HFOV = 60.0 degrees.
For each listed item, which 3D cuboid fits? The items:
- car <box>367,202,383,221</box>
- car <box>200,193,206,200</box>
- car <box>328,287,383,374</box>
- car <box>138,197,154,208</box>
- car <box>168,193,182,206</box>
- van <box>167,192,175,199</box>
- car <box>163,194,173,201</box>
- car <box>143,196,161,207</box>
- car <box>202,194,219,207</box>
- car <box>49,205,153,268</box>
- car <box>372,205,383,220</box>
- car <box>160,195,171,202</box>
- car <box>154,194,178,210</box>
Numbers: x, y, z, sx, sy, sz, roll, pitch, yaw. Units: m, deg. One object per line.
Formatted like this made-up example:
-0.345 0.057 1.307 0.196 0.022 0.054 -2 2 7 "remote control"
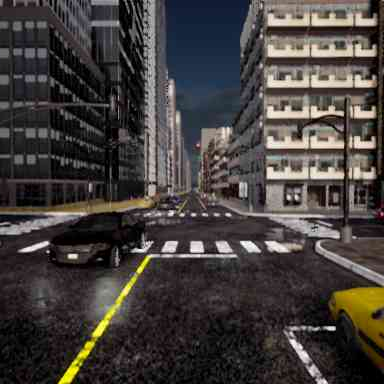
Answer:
16.407 1.499 25.915 4.403 1.369 2.008 0 1 1 "car"
2.967 1.038 80.367 1.967 1.590 4.097 -1 0 0 "car"
2.817 1.509 3.001 1.752 1.417 4.829 -1 0 0 "car"
-5.556 1.320 40.646 1.752 1.417 4.829 -1 0 0 "car"
-2.911 1.279 48.925 1.812 1.442 4.674 0 0 0 "car"
-5.394 0.912 86.051 1.690 1.788 3.998 -1 0 0 "van"
-5.432 1.171 74.743 1.887 1.381 4.507 -1 0 0 "car"
-5.534 1.332 46.471 1.947 1.339 4.313 -1 0 0 "car"
2.845 1.317 46.440 2.008 1.369 4.403 -1 0 0 "car"
-2.925 1.420 11.310 1.882 1.535 5.008 -1 0 6 "car"
16.117 1.223 23.325 5.566 2.045 2.150 0 1 1 "car"
-5.452 1.236 69.088 1.802 1.307 4.206 -1 0 0 "car"
-2.949 1.307 39.178 1.837 1.490 4.892 0 0 0 "car"
